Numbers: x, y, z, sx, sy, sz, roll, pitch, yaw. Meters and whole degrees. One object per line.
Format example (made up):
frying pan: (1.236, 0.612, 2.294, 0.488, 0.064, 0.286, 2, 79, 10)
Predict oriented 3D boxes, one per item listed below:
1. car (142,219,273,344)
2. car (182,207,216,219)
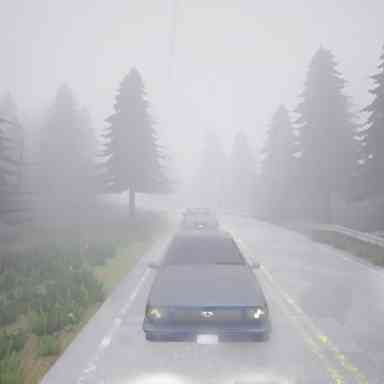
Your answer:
car: (0.243, 1.557, 7.050, 2.033, 1.411, 5.357, 0, 0, 1)
car: (0.385, 1.584, 19.135, 1.994, 1.385, 4.181, 0, 0, -2)
